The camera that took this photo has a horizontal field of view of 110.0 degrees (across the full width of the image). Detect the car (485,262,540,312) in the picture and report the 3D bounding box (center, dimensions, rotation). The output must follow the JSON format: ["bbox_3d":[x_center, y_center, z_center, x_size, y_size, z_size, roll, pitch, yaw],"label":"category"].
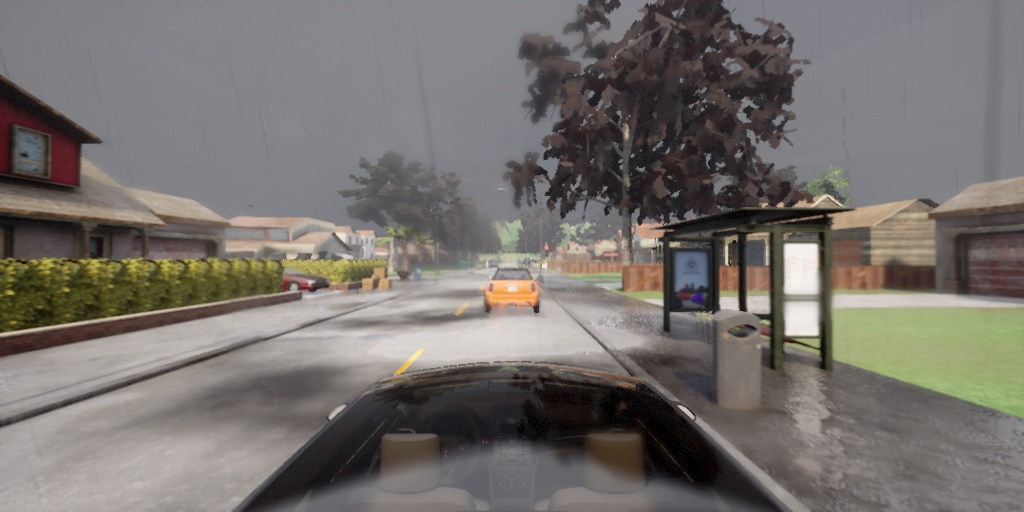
[{"bbox_3d":[0.033,1.247,15.261,2.097,1.767,4.553,0,-1,0],"label":"car"}]
